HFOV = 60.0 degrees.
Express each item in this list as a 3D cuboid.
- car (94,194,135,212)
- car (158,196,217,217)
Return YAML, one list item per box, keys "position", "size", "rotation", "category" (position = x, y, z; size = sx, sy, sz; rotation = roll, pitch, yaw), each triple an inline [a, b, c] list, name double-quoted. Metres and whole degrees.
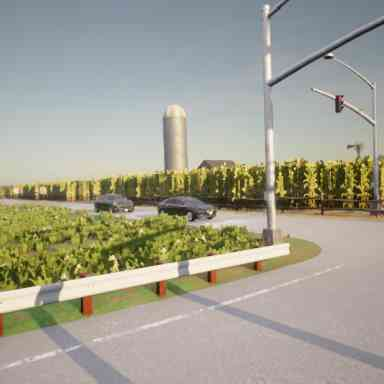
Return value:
- position: [-7.072, 0.967, 30.048]
  size: [2.097, 1.767, 4.553]
  rotation: [-3, 2, -40]
  category: "car"
- position: [-0.432, 1.080, 22.233]
  size: [1.837, 1.490, 4.892]
  rotation: [-3, 2, -40]
  category: "car"
